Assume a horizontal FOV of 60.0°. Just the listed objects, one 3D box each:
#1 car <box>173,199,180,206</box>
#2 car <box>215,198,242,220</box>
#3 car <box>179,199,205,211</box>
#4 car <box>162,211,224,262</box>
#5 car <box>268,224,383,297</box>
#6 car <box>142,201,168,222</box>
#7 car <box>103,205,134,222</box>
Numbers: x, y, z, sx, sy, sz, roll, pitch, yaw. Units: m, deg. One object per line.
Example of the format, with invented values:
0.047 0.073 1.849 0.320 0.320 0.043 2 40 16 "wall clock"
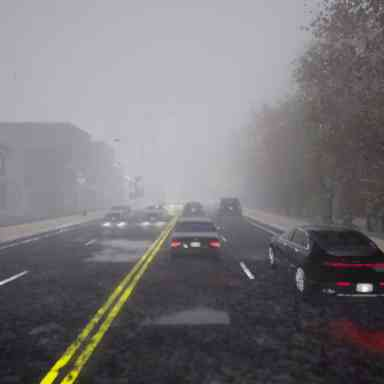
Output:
-3.120 2.173 71.903 1.882 1.535 5.008 0 -1 0 "car"
3.403 1.556 31.484 2.150 2.045 5.566 0 -1 0 "car"
0.153 1.690 32.060 2.097 1.767 4.553 0 -1 0 "car"
0.114 1.682 12.656 2.033 1.411 5.357 0 -1 0 "car"
3.345 1.604 8.839 1.837 1.490 4.892 0 0 0 "car"
-3.299 1.864 30.317 2.033 1.411 5.357 0 -1 0 "car"
-6.549 1.861 30.324 2.033 1.411 5.357 0 -1 0 "car"
